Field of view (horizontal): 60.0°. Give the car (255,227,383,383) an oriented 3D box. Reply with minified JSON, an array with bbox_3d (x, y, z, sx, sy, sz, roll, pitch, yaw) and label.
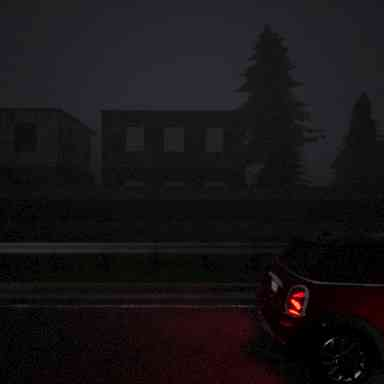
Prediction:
[{"bbox_3d":[3.298,1.377,4.775,4.553,1.767,2.097,0,0,-1],"label":"car"}]
